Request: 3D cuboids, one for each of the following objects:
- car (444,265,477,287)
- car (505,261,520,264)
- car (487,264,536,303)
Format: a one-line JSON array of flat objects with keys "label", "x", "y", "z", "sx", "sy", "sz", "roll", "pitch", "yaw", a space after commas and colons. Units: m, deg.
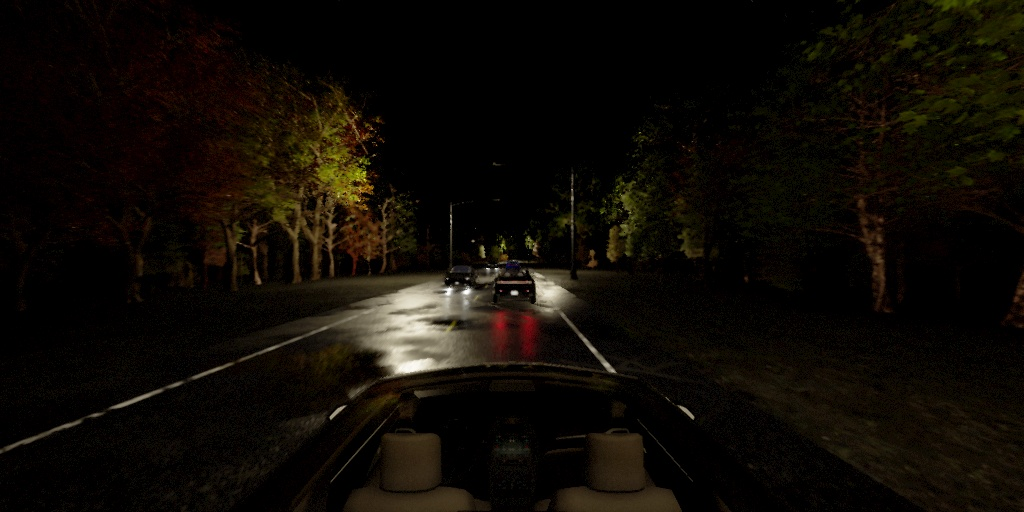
[{"label": "car", "x": -3.595, "y": 1.393, "z": 26.083, "sx": 2.033, "sy": 1.411, "sz": 5.357, "roll": 0, "pitch": 0, "yaw": 0}, {"label": "car", "x": 0.101, "y": 1.417, "z": 50.162, "sx": 1.882, "sy": 1.535, "sz": 5.008, "roll": 0, "pitch": 0, "yaw": 0}, {"label": "car", "x": 0.102, "y": 1.302, "z": 17.112, "sx": 2.128, "sy": 1.511, "sz": 4.902, "roll": 0, "pitch": 0, "yaw": 0}]
